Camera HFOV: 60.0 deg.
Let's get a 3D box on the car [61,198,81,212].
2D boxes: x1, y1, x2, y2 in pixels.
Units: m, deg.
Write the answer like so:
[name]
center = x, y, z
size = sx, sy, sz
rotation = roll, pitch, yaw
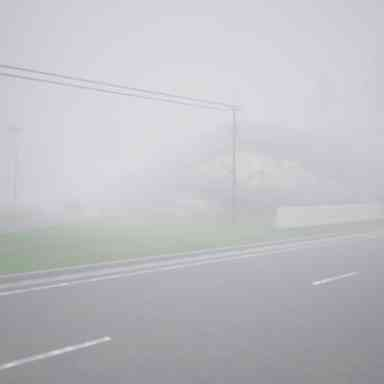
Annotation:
[car]
center = -14.238, 1.512, 39.248
size = 1.837, 1.490, 4.892
rotation = 1, 0, -24
